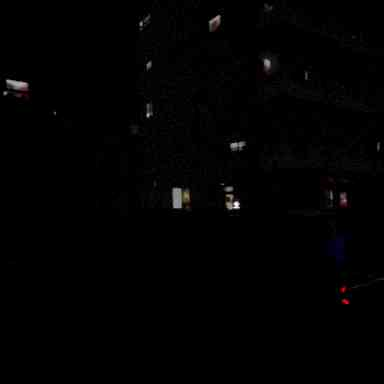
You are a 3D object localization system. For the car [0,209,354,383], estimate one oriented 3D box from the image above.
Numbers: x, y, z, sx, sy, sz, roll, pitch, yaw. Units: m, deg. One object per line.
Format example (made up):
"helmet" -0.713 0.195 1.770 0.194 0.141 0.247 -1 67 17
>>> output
"car" -0.939 1.221 2.709 5.566 2.045 2.150 0 0 -35

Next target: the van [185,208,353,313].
"van" 1.977 1.341 7.989 3.998 1.788 1.690 0 -1 -35
